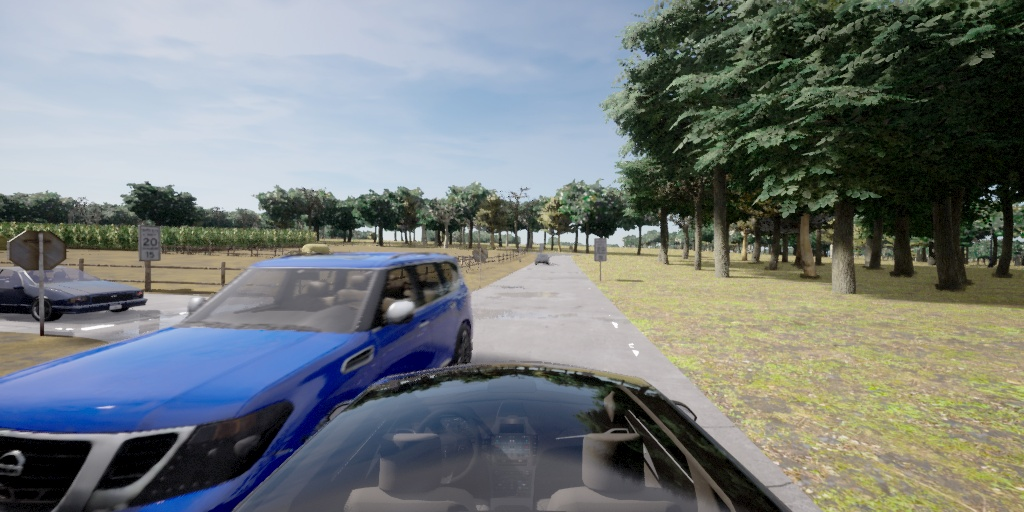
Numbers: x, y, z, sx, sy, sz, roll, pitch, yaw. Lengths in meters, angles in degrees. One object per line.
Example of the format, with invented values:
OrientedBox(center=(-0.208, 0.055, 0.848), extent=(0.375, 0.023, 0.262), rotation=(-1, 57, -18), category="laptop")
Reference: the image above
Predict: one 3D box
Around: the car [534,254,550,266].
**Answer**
OrientedBox(center=(4.064, 0.511, 48.088), extent=(1.837, 1.490, 4.892), rotation=(0, 1, 8), category="car")

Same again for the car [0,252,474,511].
OrientedBox(center=(-2.015, 0.973, 4.332), extent=(2.150, 2.045, 5.566), rotation=(0, 1, 8), category="car")

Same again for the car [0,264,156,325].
OrientedBox(center=(-13.867, 1.009, 10.472), extent=(5.357, 1.411, 2.033), rotation=(1, 1, 7), category="car")
